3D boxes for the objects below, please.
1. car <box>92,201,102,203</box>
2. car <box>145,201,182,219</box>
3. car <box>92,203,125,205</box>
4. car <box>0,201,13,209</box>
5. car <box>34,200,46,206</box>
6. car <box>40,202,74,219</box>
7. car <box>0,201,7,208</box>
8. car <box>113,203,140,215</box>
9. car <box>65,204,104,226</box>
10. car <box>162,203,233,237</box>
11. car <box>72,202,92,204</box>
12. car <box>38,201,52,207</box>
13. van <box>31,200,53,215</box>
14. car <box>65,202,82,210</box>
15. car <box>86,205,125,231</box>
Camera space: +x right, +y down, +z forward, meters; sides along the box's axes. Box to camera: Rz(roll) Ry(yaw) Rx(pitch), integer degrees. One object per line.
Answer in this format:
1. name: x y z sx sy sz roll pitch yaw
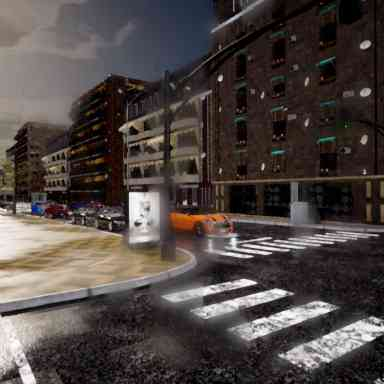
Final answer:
1. car: -14.846 2.119 50.748 1.967 1.590 4.097 -2 0 -36
2. car: -3.016 1.824 34.571 1.967 1.590 4.097 -2 0 -36
3. car: -7.081 1.959 30.110 2.033 1.411 5.357 -1 0 -36
4. car: -37.940 2.704 68.419 2.008 1.369 4.403 -2 0 -36
5. car: -37.664 2.798 82.355 1.887 1.381 4.507 -2 0 -36
6. car: -14.776 2.115 36.185 1.887 1.381 4.507 -2 0 -36
7. car: -44.459 2.863 77.450 1.887 1.381 4.507 -2 0 -36
8. car: -8.264 2.097 41.761 1.802 1.307 4.206 -2 0 -36
9. car: -8.709 1.969 27.702 2.008 1.369 4.403 -2 0 -36
10. car: 0.342 1.580 19.891 2.097 1.767 4.553 -1 -1 -37
11. car: -16.806 2.221 49.052 1.812 1.442 4.674 -1 -1 -36
12. car: -34.404 2.737 77.839 1.947 1.339 4.313 -2 0 -36
13. van: -19.687 2.035 43.077 1.690 1.788 3.998 -2 0 -36
14. car: -21.365 2.425 59.776 1.802 1.307 4.206 -2 0 -36
15. car: -5.449 1.888 23.186 2.008 1.369 4.403 -2 0 -36
